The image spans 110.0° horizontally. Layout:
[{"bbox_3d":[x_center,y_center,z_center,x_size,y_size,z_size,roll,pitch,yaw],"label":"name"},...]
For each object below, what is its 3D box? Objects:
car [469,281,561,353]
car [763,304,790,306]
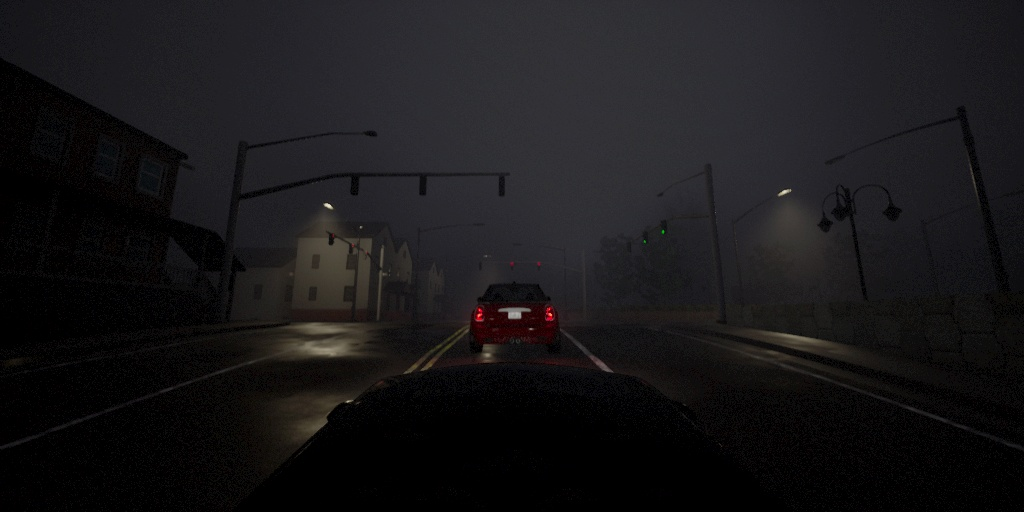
[{"bbox_3d":[0.060,1.539,10.093,2.097,1.767,4.553,-1,-5,0],"label":"car"},{"bbox_3d":[20.683,4.530,28.275,4.902,1.511,2.128,0,-10,1],"label":"car"}]
